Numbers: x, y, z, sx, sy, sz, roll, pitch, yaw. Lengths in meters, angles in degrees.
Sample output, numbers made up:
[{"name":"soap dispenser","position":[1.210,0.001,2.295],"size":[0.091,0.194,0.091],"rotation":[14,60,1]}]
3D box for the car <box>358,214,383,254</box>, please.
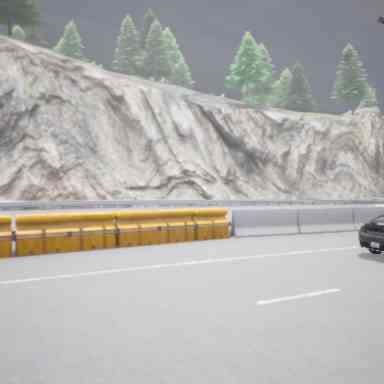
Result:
[{"name":"car","position":[7.745,1.339,10.879],"size":[4.892,1.490,1.837],"rotation":[0,1,-22]}]
